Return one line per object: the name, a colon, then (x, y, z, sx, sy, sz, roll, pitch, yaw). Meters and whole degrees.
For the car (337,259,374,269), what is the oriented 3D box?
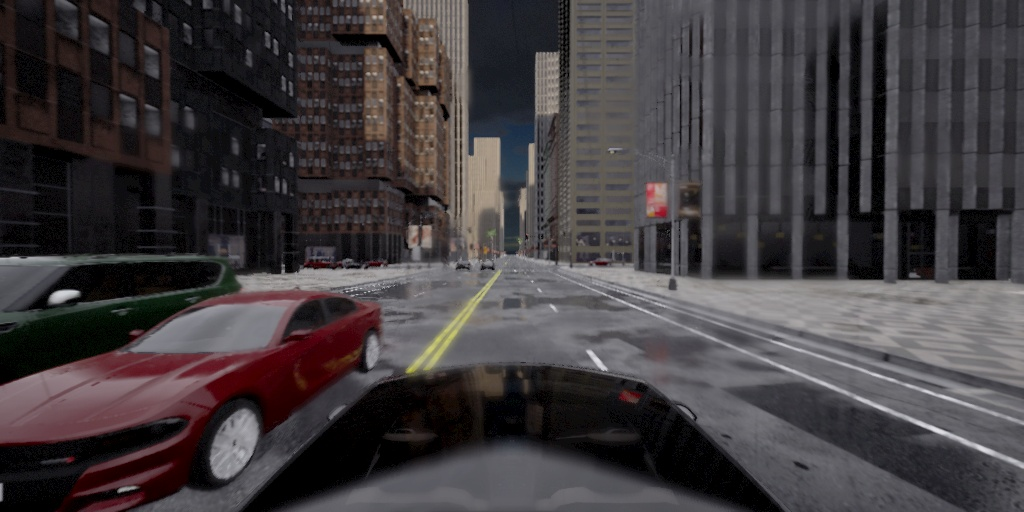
car: (-24.724, 1.489, 56.700, 4.313, 1.339, 1.948, 0, 0, 0)

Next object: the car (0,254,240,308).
car: (-6.599, 0.978, 5.227, 2.150, 2.045, 5.566, 0, 0, 0)

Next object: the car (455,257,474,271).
car: (-6.497, 1.242, 48.816, 2.033, 1.411, 5.357, 0, 0, 0)

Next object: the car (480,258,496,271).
car: (-3.247, 1.266, 48.816, 1.882, 1.535, 5.008, 0, 0, 0)

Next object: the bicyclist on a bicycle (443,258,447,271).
bicyclist on a bicycle: (-8.748, 1.171, 46.575, 0.659, 1.776, 1.843, 0, -1, 0)

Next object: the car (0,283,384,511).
car: (-3.350, 1.233, 4.773, 1.882, 1.535, 5.008, 0, 0, 0)

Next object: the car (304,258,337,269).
car: (-30.150, 1.257, 56.697, 5.009, 1.841, 2.192, 0, 0, 0)
